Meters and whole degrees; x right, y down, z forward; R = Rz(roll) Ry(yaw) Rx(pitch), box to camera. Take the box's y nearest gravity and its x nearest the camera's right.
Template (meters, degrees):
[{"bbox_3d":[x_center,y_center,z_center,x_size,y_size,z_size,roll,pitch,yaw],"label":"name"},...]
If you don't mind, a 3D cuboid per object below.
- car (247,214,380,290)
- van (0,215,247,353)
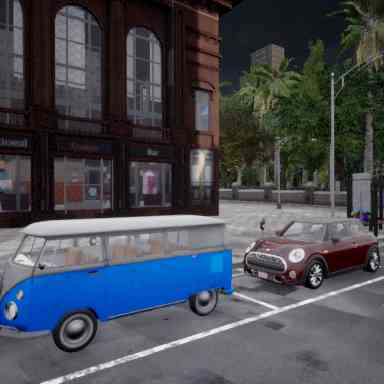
[{"bbox_3d":[3.287,1.438,9.040,4.097,1.590,1.967,0,0,-36],"label":"car"},{"bbox_3d":[-1.114,1.341,5.866,3.998,1.788,1.690,0,0,-36],"label":"van"}]
